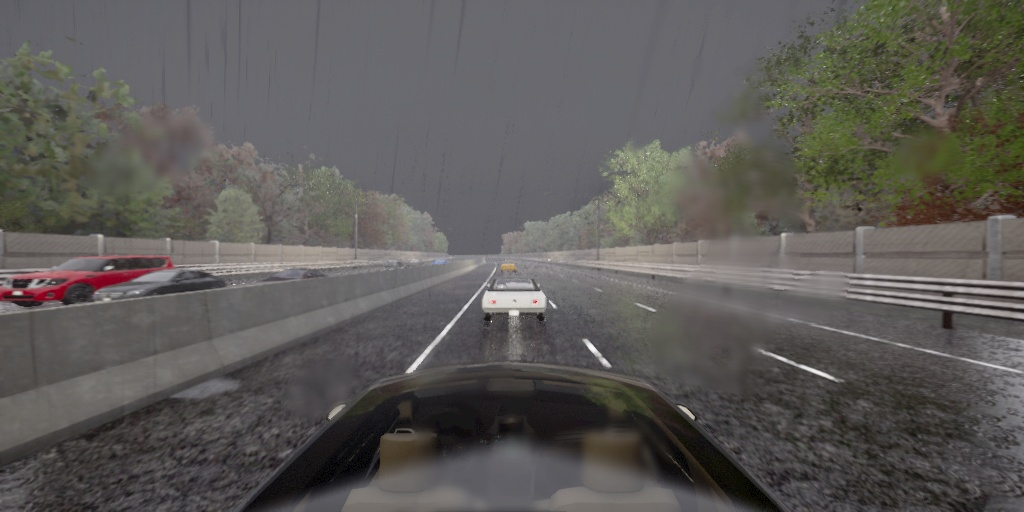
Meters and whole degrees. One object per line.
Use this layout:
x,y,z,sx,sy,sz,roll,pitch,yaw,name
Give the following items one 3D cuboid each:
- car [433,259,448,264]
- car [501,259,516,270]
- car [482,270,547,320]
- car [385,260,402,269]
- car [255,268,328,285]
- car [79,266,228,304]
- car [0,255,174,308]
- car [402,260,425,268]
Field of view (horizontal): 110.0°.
-11.483,1.223,57.810,1.882,1.535,5.008,0,0,-1,car
-0.461,1.206,44.949,1.801,1.575,5.366,0,0,-1,car
0.054,1.351,12.525,1.895,1.301,4.718,0,0,0,car
-18.434,1.307,56.215,1.994,1.385,4.181,0,0,-1,car
-10.689,1.313,17.744,1.994,1.385,4.181,0,0,-1,car
-14.164,1.276,14.866,1.812,1.442,4.674,0,0,0,car
-17.669,0.971,15.565,2.150,2.045,5.566,0,0,0,car
-14.914,1.291,55.897,2.033,1.411,5.357,0,0,-1,car
